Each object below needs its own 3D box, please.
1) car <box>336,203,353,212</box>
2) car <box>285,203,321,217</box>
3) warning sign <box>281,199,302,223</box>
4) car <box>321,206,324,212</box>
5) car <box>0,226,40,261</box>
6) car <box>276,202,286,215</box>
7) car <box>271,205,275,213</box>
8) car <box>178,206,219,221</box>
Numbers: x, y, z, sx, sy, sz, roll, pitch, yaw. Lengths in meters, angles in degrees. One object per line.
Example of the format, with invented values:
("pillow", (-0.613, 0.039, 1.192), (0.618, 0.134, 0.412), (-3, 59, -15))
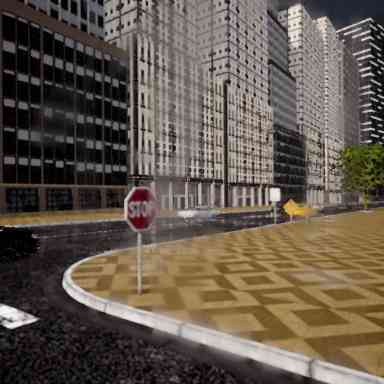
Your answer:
("car", (24.935, 2.498, 54.444), (1.994, 1.385, 4.181), (-1, -1, 36))
("car", (12.686, 2.076, 37.709), (1.882, 1.535, 5.008), (-1, -1, 36))
("warning sign", (7.953, 1.495, 26.566), (1.300, 1.860, 1.060), (0, 0, 36))
("car", (19.379, 2.492, 52.521), (1.895, 1.301, 4.718), (-1, -1, 36))
("car", (-7.314, 1.516, 10.366), (2.128, 1.511, 4.902), (0, -1, 36))
("car", (13.332, 2.229, 44.186), (1.837, 1.490, 4.892), (-1, -1, 37))
("car", (13.627, 2.320, 50.173), (1.882, 1.535, 5.008), (-1, -2, 36))
("car", (0.668, 2.087, 32.628), (1.895, 1.301, 4.718), (-1, -1, 36))
